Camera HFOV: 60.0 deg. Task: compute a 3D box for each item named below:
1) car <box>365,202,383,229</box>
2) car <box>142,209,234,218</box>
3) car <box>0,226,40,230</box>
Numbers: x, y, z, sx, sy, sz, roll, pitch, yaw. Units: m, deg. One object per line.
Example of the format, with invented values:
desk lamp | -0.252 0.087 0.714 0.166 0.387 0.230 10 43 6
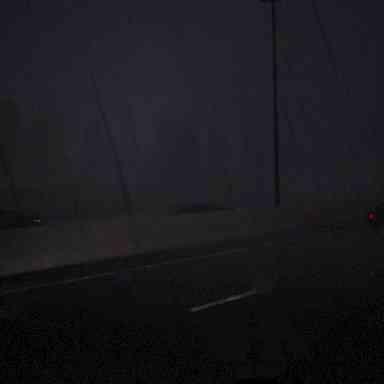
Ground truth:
car | 10.245 1.055 15.972 4.718 1.301 1.895 -2 1 -40
car | -0.128 1.248 16.880 5.357 1.411 2.033 -2 1 -37
car | -9.145 1.495 14.680 4.674 1.442 1.812 -2 1 -36
